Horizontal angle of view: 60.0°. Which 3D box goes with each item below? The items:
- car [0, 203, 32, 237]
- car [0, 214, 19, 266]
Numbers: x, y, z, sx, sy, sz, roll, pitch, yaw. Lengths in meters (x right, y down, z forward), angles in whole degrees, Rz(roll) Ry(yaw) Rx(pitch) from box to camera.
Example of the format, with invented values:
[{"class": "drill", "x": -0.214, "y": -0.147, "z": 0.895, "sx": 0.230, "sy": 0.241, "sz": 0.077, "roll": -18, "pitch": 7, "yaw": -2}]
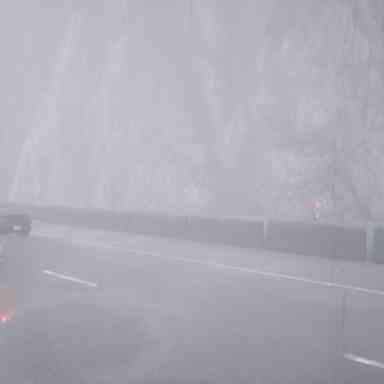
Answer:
[{"class": "car", "x": -8.782, "y": 1.187, "z": 14.439, "sx": 4.674, "sy": 1.442, "sz": 1.812, "roll": 2, "pitch": 1, "yaw": 35}, {"class": "car", "x": -6.692, "y": 1.308, "z": 8.686, "sx": 4.674, "sy": 1.442, "sz": 1.812, "roll": 2, "pitch": 1, "yaw": 35}]
